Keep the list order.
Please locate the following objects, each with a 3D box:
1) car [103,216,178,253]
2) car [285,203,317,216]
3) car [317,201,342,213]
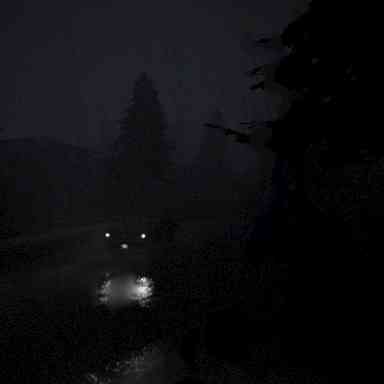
[{"bbox_3d":[-2.063,1.737,14.590,1.895,1.301,4.718,0,-1,12],"label":"car"},{"bbox_3d":[11.852,1.914,36.663,1.994,1.385,4.181,0,-1,38],"label":"car"},{"bbox_3d":[18.045,1.912,43.763,4.902,1.511,2.128,1,-1,-45],"label":"car"}]
